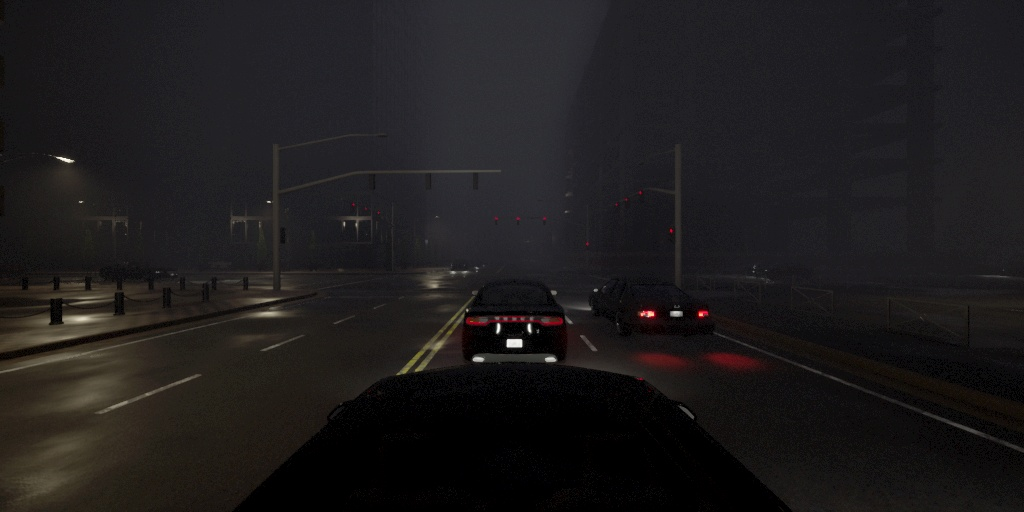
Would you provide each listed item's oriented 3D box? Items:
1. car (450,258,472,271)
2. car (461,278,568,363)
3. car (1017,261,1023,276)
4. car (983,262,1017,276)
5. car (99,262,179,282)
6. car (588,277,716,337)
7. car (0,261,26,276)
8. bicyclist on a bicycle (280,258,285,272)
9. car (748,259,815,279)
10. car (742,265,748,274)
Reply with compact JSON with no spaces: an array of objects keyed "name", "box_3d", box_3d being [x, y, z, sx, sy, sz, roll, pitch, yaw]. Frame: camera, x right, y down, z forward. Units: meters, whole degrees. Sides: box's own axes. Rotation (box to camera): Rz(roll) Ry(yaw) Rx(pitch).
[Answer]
[{"name":"car","box_3d":[-7.084,1.101,49.074,2.097,1.767,4.553,0,0,0]},{"name":"car","box_3d":[0.055,1.227,8.139,1.882,1.535,5.008,0,0,0]},{"name":"car","box_3d":[48.960,0.920,31.560,5.566,2.045,2.150,0,0,0]},{"name":"car","box_3d":[49.730,1.241,35.052,5.357,1.411,2.033,0,0,0]},{"name":"car","box_3d":[-28.404,1.185,27.398,4.902,1.511,2.128,0,0,0]},{"name":"car","box_3d":[3.571,1.297,10.262,2.033,1.411,5.357,0,0,0]},{"name":"car","box_3d":[-50.459,1.171,34.749,5.008,1.535,1.882,0,0,1]},{"name":"bicyclist on a bicycle","box_3d":[-25.407,0.994,39.350,0.582,1.620,1.656,0,0,0]},{"name":"car","box_3d":[23.938,1.219,31.535,4.674,1.442,1.812,0,0,-1]},{"name":"car","box_3d":[25.143,1.047,35.058,4.553,1.767,2.097,0,0,0]}]
